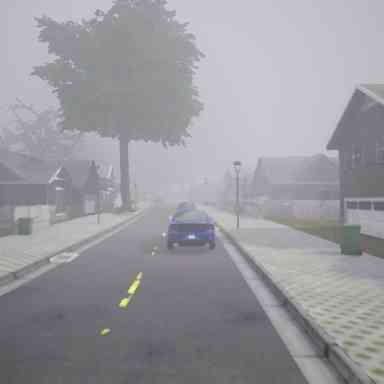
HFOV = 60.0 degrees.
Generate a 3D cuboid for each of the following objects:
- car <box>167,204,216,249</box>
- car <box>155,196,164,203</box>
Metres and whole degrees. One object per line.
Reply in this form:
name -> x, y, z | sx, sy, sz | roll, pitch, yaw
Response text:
car -> -0.047, 1.500, 14.673 | 1.882, 1.535, 5.008 | 0, 0, -1
car -> -7.388, 1.683, 75.594 | 2.097, 1.767, 4.553 | 0, -1, -7
